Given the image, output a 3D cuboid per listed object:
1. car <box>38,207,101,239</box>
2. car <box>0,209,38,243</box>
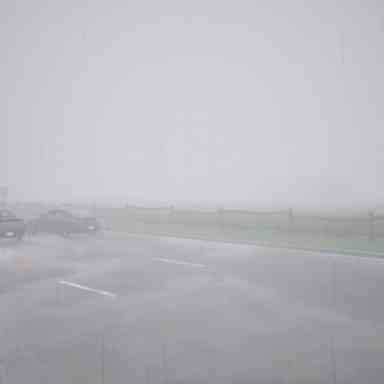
[{"bbox_3d":[-6.717,1.534,17.362,4.674,1.442,1.812,0,0,35],"label":"car"},{"bbox_3d":[-9.416,1.501,15.006,4.902,1.511,2.128,0,0,35],"label":"car"}]
